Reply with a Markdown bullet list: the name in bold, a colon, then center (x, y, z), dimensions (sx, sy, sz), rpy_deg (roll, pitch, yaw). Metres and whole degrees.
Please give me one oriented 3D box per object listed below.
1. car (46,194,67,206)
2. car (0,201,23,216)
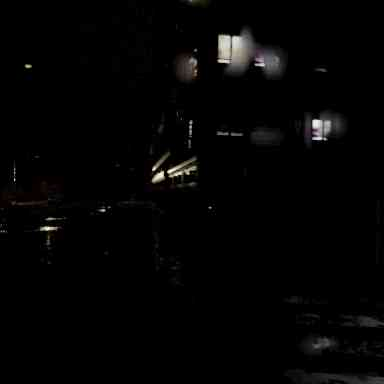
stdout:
- **car**: center (-20.673, 1.251, 50.944), dimensions (2.097, 1.767, 4.553), rpy_deg (1, 0, -8)
- **car**: center (-17.626, 1.507, 31.220), dimensions (1.895, 1.301, 4.718), rpy_deg (1, 0, -10)
